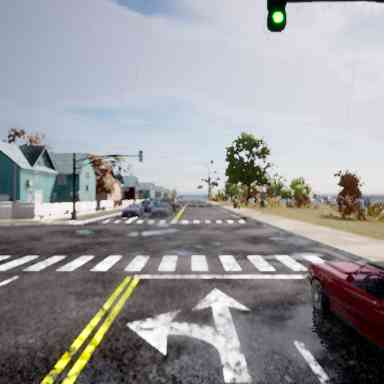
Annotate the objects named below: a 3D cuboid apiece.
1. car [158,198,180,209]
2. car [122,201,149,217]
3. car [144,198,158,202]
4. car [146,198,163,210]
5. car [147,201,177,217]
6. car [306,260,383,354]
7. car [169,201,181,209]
[{"bbox_3d":[-3.308,1.874,48.137,2.150,2.045,5.566,0,-1,-1],"label":"car"},{"bbox_3d":[-6.568,2.052,37.669,2.033,1.411,5.357,0,-1,0],"label":"car"},{"bbox_3d":[-6.556,1.996,47.628,2.097,1.767,4.553,0,-1,0],"label":"car"},{"bbox_3d":[-6.524,2.017,58.194,2.150,2.045,5.566,0,-1,1],"label":"car"},{"bbox_3d":[-3.296,2.047,37.316,2.033,1.411,5.357,0,-1,4],"label":"car"},{"bbox_3d":[3.353,1.667,4.981,1.895,1.301,4.718,0,-1,0],"label":"car"},{"bbox_3d":[-3.234,2.424,63.767,2.033,1.411,5.357,0,-1,1],"label":"car"}]
